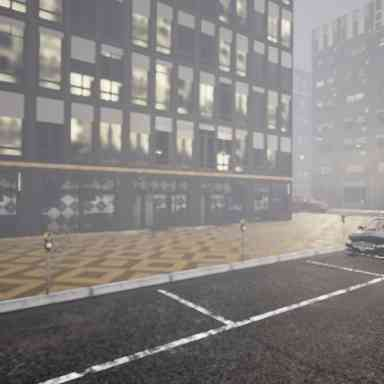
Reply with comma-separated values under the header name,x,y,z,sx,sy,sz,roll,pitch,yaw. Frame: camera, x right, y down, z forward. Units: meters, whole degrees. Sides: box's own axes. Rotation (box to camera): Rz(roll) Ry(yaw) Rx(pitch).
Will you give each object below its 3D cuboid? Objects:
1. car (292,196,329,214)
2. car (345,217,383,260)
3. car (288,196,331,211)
name,x,y,z,sx,sy,sz,roll,pitch,yaw
car,11.845,1.342,35.170,2.192,1.841,5.009,1,-1,-35
car,7.087,1.552,11.605,4.403,1.369,2.008,0,1,-35
car,15.623,1.460,44.494,2.192,1.841,5.009,1,-1,-35
